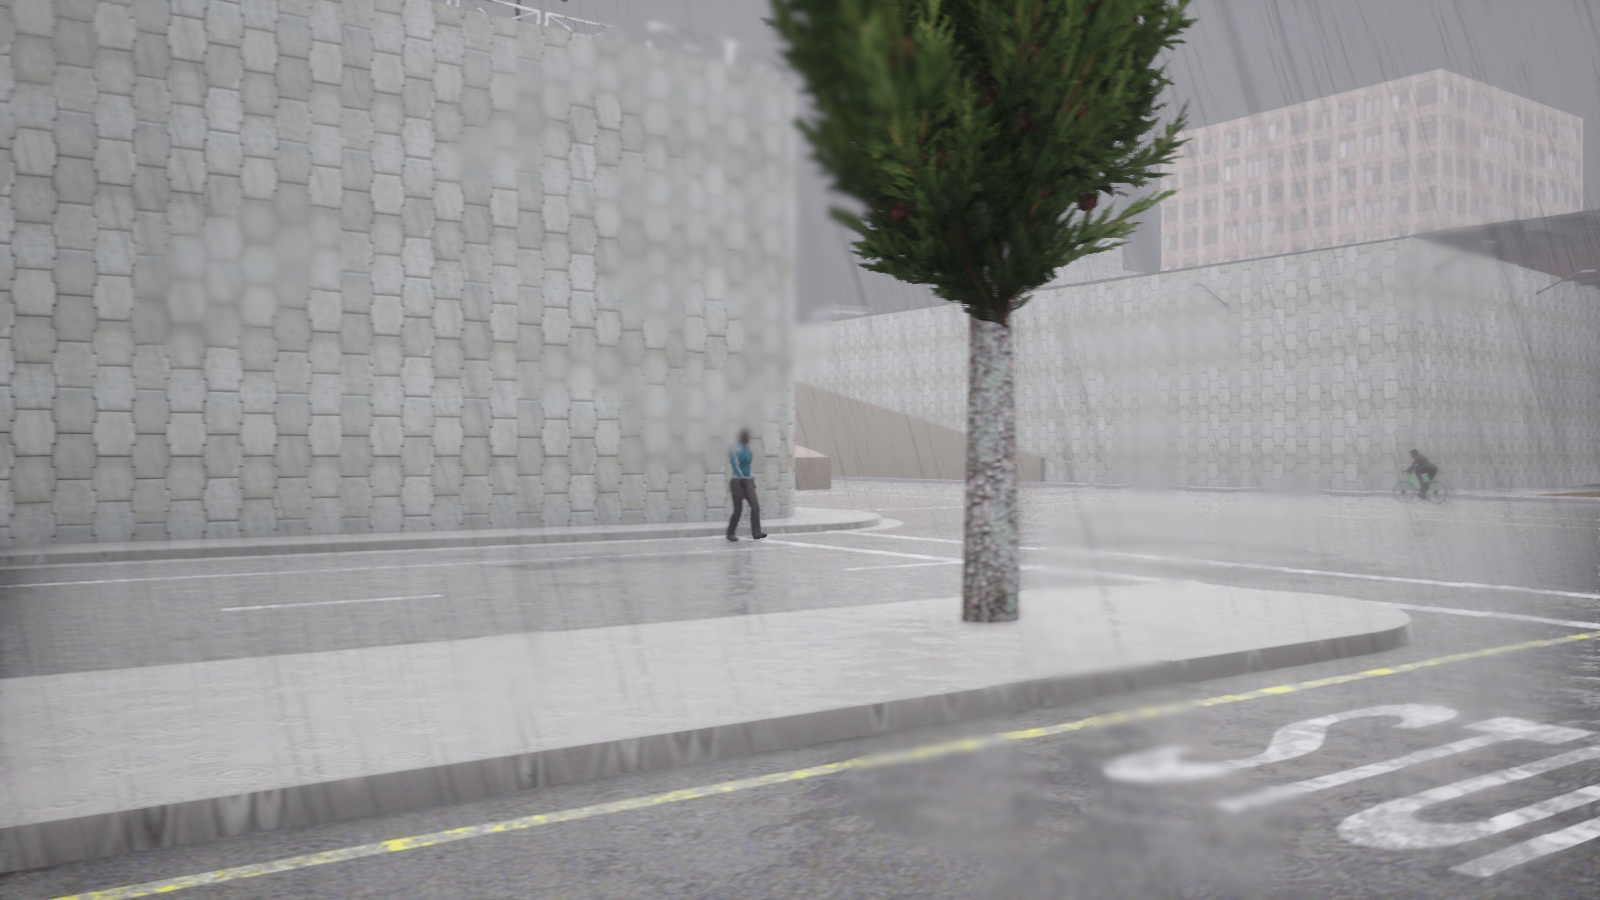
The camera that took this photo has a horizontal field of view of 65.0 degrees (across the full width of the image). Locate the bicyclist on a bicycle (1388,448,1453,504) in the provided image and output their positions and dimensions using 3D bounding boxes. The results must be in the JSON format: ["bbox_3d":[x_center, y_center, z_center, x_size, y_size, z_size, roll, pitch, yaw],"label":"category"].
[{"bbox_3d":[18.396,0.750,37.271,0.582,1.620,1.656,0,0,-34],"label":"bicyclist on a bicycle"}]

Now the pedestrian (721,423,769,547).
[{"bbox_3d":[-0.876,0.547,19.983,0.692,1.930,0.396,0,0,42],"label":"pedestrian"}]
